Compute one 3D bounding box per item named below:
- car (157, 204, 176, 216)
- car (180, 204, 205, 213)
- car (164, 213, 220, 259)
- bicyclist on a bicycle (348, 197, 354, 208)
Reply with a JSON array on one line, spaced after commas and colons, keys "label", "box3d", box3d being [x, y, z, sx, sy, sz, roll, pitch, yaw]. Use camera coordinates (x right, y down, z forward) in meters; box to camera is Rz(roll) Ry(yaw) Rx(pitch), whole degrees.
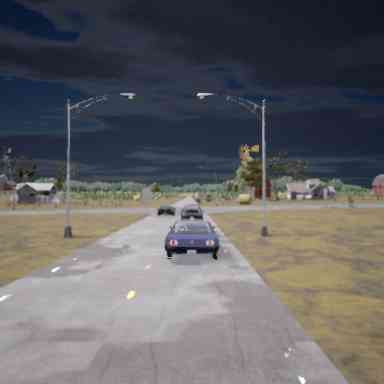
[{"label": "car", "box3d": [-2.776, 1.977, 36.881, 1.895, 1.301, 4.718, 0, -1, 0]}, {"label": "car", "box3d": [0.014, 1.794, 28.515, 1.837, 1.490, 4.892, 0, 0, 1]}, {"label": "car", "box3d": [0.015, 1.730, 13.243, 1.895, 1.301, 4.718, 0, -1, 0]}, {"label": "bicyclist on a bicycle", "box3d": [22.830, 1.495, 47.885, 0.582, 1.620, 1.656, -1, -1, 0]}]
